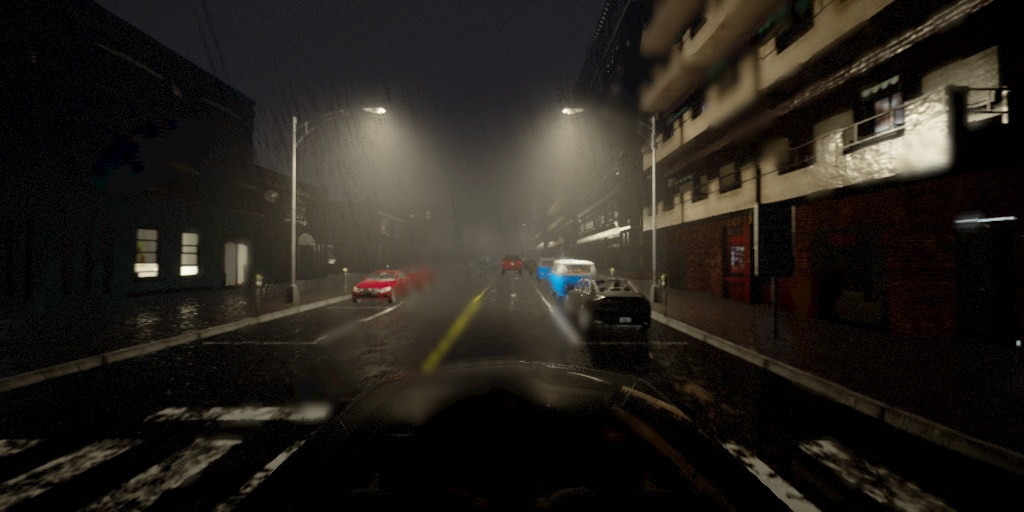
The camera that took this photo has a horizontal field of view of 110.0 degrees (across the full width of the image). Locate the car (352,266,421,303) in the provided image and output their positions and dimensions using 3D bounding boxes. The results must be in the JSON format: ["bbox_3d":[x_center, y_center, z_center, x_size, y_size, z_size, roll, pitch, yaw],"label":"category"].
[{"bbox_3d":[-5.691,1.302,16.269,1.802,1.307,4.207,0,0,0],"label":"car"}]

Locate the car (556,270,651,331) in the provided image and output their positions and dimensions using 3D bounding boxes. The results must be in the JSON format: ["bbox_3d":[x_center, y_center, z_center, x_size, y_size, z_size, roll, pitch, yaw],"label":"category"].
[{"bbox_3d":[2.691,1.282,10.726,2.007,1.370,4.403,0,0,0],"label":"car"}]

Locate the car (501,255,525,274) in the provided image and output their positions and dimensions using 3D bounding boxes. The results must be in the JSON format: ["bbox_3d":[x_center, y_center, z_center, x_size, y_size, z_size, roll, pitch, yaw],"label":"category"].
[{"bbox_3d":[-0.004,0.889,39.822,2.150,2.045,5.566,0,0,0],"label":"car"}]

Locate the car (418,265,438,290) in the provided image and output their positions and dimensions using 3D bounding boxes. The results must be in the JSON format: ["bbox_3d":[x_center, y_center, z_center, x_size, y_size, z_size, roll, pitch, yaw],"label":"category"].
[{"bbox_3d":[-5.691,1.254,21.850,1.888,1.381,4.507,0,0,0],"label":"car"}]

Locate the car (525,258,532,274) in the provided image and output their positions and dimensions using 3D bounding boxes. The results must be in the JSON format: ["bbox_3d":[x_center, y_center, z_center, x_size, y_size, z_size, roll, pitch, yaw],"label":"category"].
[{"bbox_3d":[2.688,1.196,38.799,1.751,1.417,4.829,0,0,0],"label":"car"}]

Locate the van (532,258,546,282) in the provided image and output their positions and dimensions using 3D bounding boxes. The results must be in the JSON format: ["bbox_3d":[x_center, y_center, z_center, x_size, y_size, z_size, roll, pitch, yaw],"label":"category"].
[{"bbox_3d":[2.689,1.038,27.468,1.690,1.789,3.998,0,0,0],"label":"van"}]

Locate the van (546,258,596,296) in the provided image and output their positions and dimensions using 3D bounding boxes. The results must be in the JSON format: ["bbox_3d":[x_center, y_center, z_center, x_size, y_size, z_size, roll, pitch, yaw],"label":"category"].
[{"bbox_3d":[2.690,1.061,16.305,1.690,1.789,3.998,0,0,0],"label":"van"}]
